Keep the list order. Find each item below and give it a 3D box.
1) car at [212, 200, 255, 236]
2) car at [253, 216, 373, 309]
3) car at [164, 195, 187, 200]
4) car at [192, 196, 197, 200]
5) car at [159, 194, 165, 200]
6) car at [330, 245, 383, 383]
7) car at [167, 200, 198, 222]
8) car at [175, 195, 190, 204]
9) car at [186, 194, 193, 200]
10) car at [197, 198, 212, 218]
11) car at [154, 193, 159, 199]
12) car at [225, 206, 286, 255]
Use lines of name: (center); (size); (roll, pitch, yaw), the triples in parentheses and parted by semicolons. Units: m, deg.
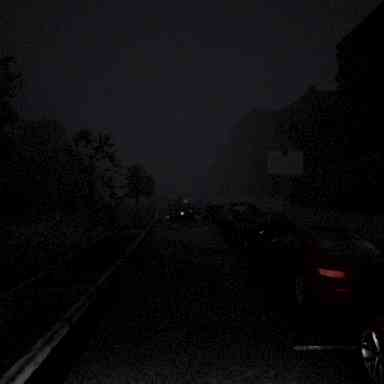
car: (2.608, 1.368, 18.860); (2.185, 1.767, 4.553); (0, 0, -2)
car: (2.967, 1.528, 7.763); (2.002, 1.452, 4.674); (0, 0, -1)
car: (-2.209, 1.487, 42.918); (2.128, 1.511, 4.902); (0, 0, -6)
car: (1.502, 1.489, 35.531); (2.097, 1.535, 5.008); (0, 0, -5)
car: (-6.552, 1.285, 85.011); (1.946, 1.575, 5.366); (0, 0, -14)
car: (3.048, 1.513, 2.235); (2.163, 1.488, 4.792); (0, 0, 0)
car: (-0.847, 1.572, 26.740); (1.994, 1.385, 4.181); (0, 0, -4)
car: (-1.922, 1.422, 63.156); (2.231, 1.521, 4.892); (0, 0, -9)
car: (0.401, 1.474, 46.799); (1.946, 1.575, 5.366); (0, 0, -6)
car: (1.942, 1.494, 29.986); (2.231, 1.521, 4.892); (0, 0, -4)
car: (-8.345, 1.271, 91.820); (2.163, 1.488, 4.792); (0, 0, -15)
car: (2.833, 1.521, 13.364); (2.163, 1.488, 4.792); (0, 0, -1)
